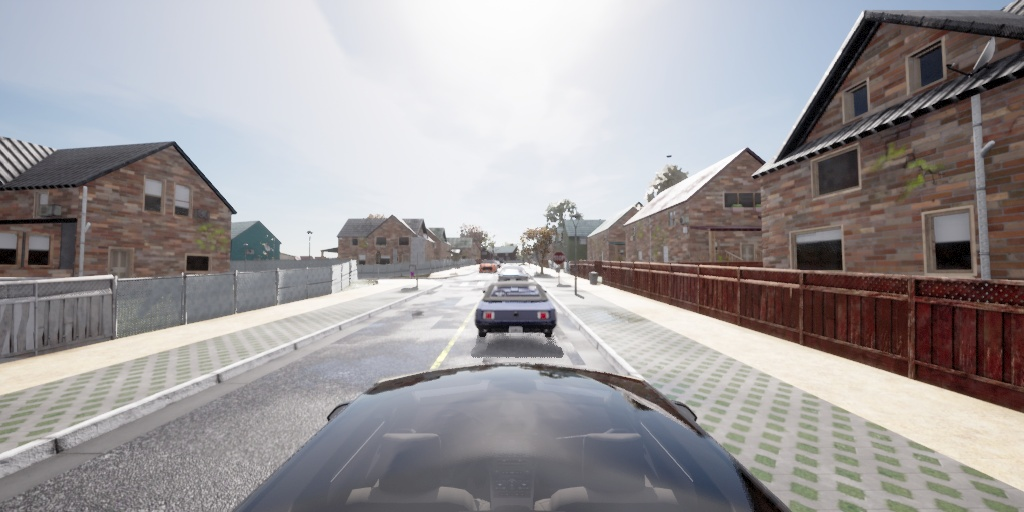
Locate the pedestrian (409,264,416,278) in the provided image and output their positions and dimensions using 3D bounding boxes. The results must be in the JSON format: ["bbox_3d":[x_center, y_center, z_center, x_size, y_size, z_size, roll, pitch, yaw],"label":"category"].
[{"bbox_3d":[-9.993,1.255,35.905,0.375,1.860,0.375,0,-2,5],"label":"pedestrian"}]

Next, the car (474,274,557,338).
[{"bbox_3d":[0.080,1.360,10.213,1.895,1.301,4.718,0,0,0],"label":"car"}]

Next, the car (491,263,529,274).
[{"bbox_3d":[0.052,1.332,21.568,2.033,1.411,5.357,0,0,0],"label":"car"}]

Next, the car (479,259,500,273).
[{"bbox_3d":[-2.947,1.219,44.810,2.097,1.767,4.553,0,0,0],"label":"car"}]
